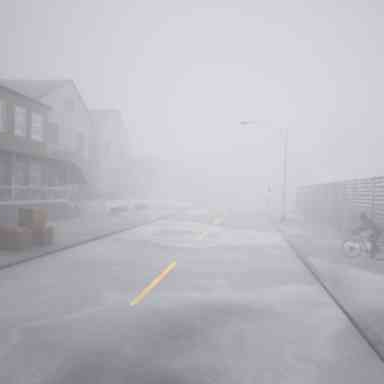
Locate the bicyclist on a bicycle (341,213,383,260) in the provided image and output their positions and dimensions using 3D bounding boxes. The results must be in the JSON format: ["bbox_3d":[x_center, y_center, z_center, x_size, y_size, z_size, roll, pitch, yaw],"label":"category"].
[{"bbox_3d":[6.093,1.553,11.596,1.656,1.620,0.582,2,0,9],"label":"bicyclist on a bicycle"}]
